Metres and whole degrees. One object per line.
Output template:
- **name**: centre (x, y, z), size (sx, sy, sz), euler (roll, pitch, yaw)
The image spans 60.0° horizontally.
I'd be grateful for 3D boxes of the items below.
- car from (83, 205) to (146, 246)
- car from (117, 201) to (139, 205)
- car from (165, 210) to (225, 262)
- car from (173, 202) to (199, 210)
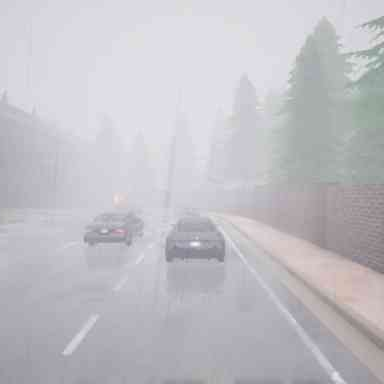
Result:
- **car**: centre (-3.394, 1.566, 15.385), size (2.033, 1.411, 5.357), euler (0, 0, 0)
- **car**: centre (-6.923, 1.607, 35.660), size (1.994, 1.385, 4.181), euler (0, 0, -32)
- **car**: centre (0.104, 1.579, 12.253), size (1.994, 1.385, 4.181), euler (0, 0, 0)
- **car**: centre (-0.569, 1.584, 30.412), size (2.033, 1.411, 5.357), euler (0, 0, -10)
